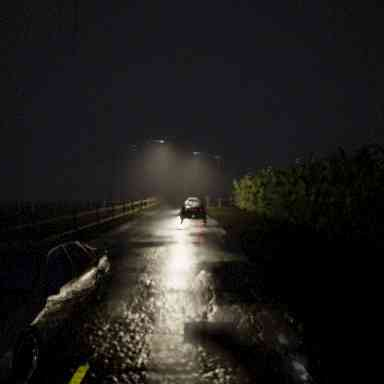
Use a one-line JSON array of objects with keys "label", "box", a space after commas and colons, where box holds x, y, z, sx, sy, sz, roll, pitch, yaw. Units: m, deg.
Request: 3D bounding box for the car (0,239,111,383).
[{"label": "car", "box": [-2.754, 1.537, 5.404, 2.033, 1.411, 5.357, 0, 0, 0]}]

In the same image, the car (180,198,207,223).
[{"label": "car", "box": [0.093, 1.446, 25.081, 2.128, 1.511, 4.902, 0, 0, 0]}]

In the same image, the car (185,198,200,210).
[{"label": "car", "box": [0.088, 1.453, 41.390, 1.812, 1.442, 4.674, 0, 0, 0]}]
